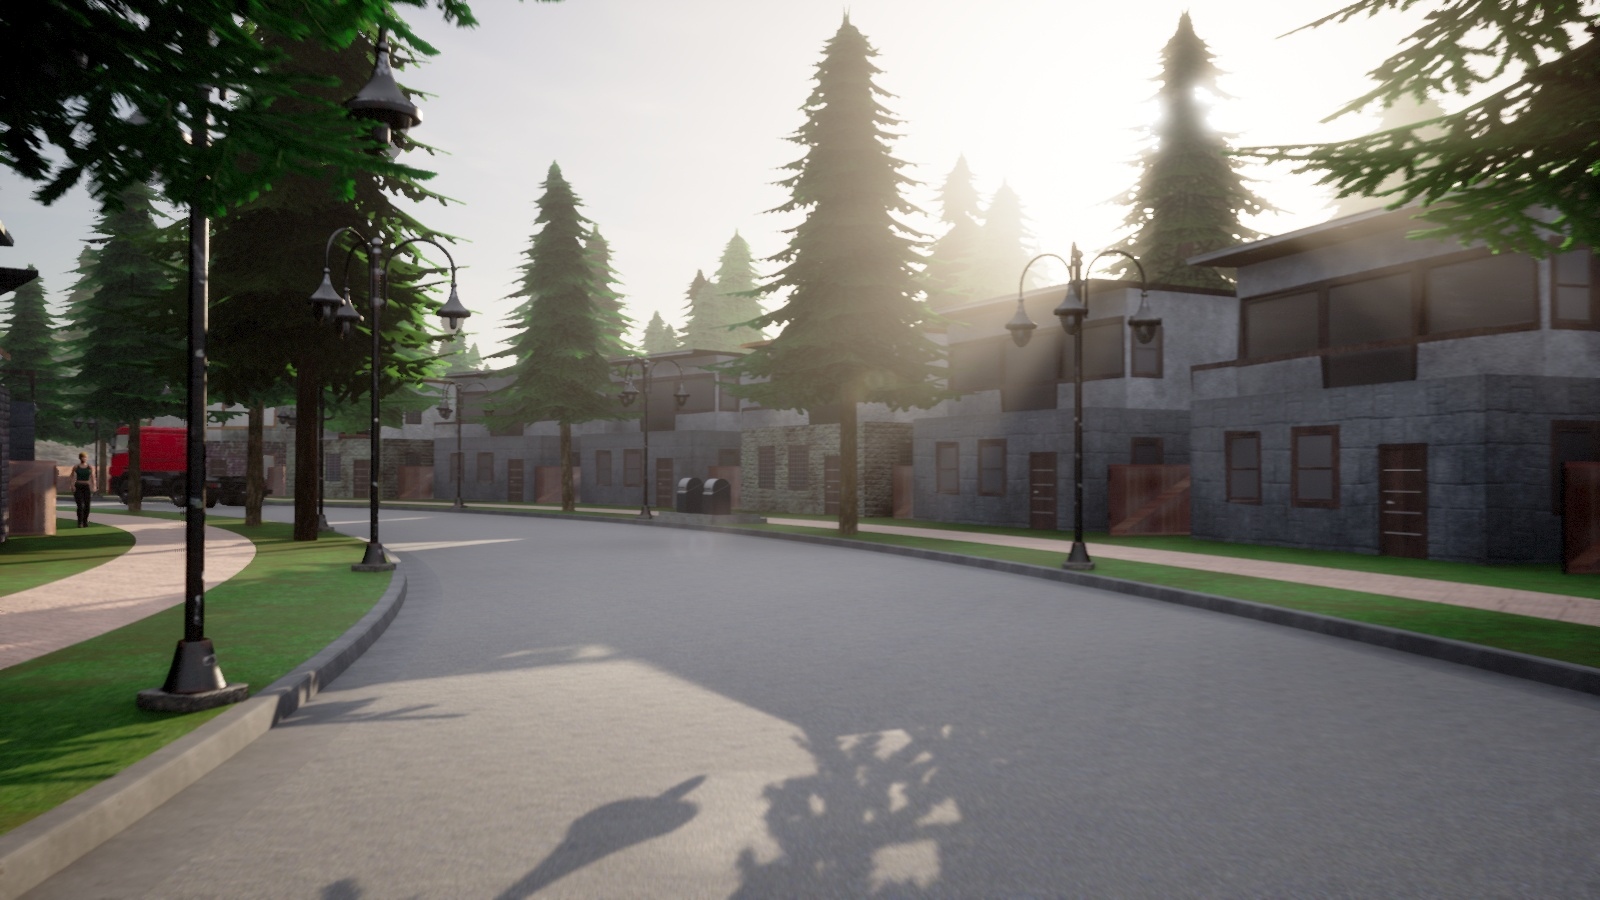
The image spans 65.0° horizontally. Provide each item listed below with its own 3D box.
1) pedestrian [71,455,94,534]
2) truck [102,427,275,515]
[{"bbox_3d":[-16.942,1.044,29.658,0.345,1.836,0.594,1,-1,-41],"label":"pedestrian"},{"bbox_3d":[-25.881,0.855,53.022,7.936,3.462,2.891,0,-1,33],"label":"truck"}]
